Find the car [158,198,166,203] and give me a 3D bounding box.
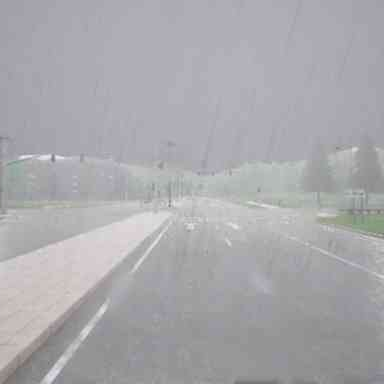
[{"bbox_3d":[-8.016,2.308,88.824,1.882,1.535,5.008,0,-1,0],"label":"car"}]
